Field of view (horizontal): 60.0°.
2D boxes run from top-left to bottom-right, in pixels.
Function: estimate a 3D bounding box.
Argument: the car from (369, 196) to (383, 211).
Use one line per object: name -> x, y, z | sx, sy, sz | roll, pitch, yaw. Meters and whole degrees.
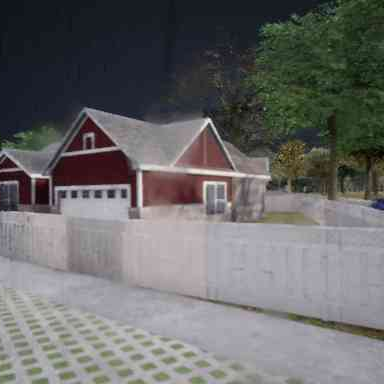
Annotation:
car -> 14.867, 1.063, 24.841 | 1.882, 1.535, 5.008 | -1, 1, 12
